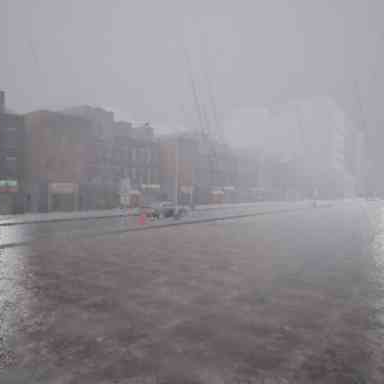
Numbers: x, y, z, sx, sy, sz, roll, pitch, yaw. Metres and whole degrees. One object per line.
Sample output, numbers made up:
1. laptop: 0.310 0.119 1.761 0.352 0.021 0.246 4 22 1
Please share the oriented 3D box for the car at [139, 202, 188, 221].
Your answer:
1. car: -2.310 1.555 28.123 2.128 1.511 4.902 1 0 36
